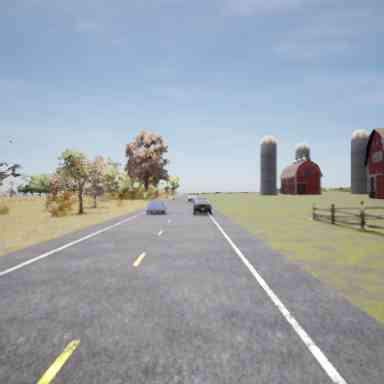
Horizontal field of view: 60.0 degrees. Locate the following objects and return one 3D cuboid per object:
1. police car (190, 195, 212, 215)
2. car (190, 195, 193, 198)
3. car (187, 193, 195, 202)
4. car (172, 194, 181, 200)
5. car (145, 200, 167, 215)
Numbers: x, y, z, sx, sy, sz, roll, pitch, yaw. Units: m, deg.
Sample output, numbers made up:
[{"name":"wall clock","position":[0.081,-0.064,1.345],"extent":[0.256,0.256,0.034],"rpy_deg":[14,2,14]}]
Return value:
[{"name":"police car","position":[1.045,1.437,34.275],"extent":[1.930,1.638,5.238],"rpy_deg":[0,0,0]},{"name":"car","position":[1.044,1.490,44.165],"extent":[1.882,1.535,5.008],"rpy_deg":[0,0,0]},{"name":"car","position":[-0.007,1.440,70.565],"extent":[1.895,1.301,4.718],"rpy_deg":[0,0,0]},{"name":"car","position":[-3.509,1.298,75.695],"extent":[1.812,1.442,4.674],"rpy_deg":[0,0,0]},{"name":"car","position":[-3.583,1.538,34.079],"extent":[1.812,1.442,4.674],"rpy_deg":[0,0,0]}]
